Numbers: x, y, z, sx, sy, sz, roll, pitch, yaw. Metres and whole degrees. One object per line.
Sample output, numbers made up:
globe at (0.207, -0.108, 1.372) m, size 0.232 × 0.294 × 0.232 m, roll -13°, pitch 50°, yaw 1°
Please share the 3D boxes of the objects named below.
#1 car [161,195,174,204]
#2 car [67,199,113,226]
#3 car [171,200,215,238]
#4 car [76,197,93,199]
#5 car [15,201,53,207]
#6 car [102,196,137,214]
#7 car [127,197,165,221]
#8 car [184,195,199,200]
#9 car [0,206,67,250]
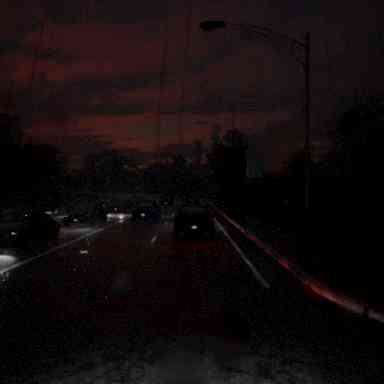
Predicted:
car at (-3.494, 1.123, 46.234) m, size 1.895 × 1.301 × 4.718 m, roll 0°, pitch 1°, yaw -1°
car at (-7.034, 1.410, 22.464) m, size 1.812 × 1.442 × 4.674 m, roll 0°, pitch 0°, yaw 1°
car at (0.100, 1.392, 17.141) m, size 1.882 × 1.535 × 5.008 m, roll 0°, pitch 0°, yaw 0°
car at (-10.500, 1.291, 32.030) m, size 1.837 × 1.490 × 4.892 m, roll 0°, pitch 1°, yaw 0°
car at (-10.536, 1.381, 21.784) m, size 2.128 × 1.511 × 4.902 m, roll 0°, pitch 0°, yaw 0°
car at (-6.999, 1.344, 32.417) m, size 1.994 × 1.385 × 4.181 m, roll 0°, pitch 1°, yaw 0°
car at (-3.400, 1.386, 25.359) m, size 1.812 × 1.442 × 4.674 m, roll 0°, pitch 1°, yaw 0°
car at (-0.019, 1.115, 44.235) m, size 2.033 × 1.411 × 5.357 m, roll 0°, pitch 1°, yaw -1°
car at (-7.082, 1.497, 13.708) m, size 1.994 × 1.385 × 4.181 m, roll 0°, pitch 0°, yaw 0°
